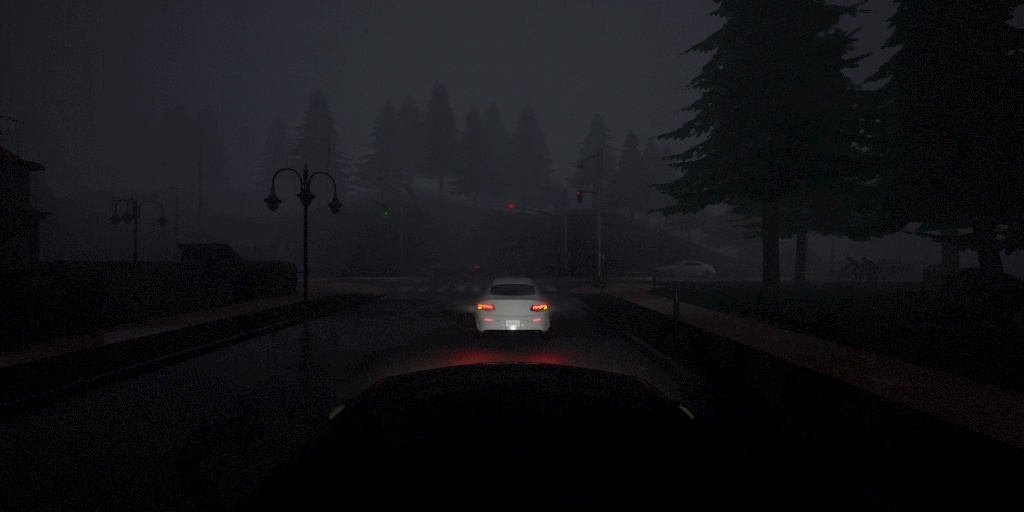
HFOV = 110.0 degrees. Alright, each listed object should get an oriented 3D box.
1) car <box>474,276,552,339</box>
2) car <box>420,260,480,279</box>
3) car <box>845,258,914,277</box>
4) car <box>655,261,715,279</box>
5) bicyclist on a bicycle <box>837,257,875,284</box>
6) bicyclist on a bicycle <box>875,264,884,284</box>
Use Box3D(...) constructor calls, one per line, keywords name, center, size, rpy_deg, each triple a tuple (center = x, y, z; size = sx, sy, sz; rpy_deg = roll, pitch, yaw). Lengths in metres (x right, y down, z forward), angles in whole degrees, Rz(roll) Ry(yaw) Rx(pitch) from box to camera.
Box3D(name="car", center=(0.021, 1.276, 9.964), size=(1.812, 1.442, 4.674), rpy_deg=(0, 0, 0))
Box3D(name="car", center=(-5.127, 1.093, 29.757), size=(4.902, 1.511, 2.128), rpy_deg=(0, 1, 0))
Box3D(name="car", center=(30.674, 0.918, 29.920), size=(4.674, 1.442, 1.812), rpy_deg=(0, 0, 0))
Box3D(name="car", center=(14.388, 1.113, 29.898), size=(4.674, 1.442, 1.812), rpy_deg=(0, 0, 0))
Box3D(name="bicyclist on a bicycle", center=(21.130, 0.891, 22.247), size=(0.582, 1.620, 1.656), rpy_deg=(0, 0, -16))
Box3D(name="bicyclist on a bicycle", center=(21.777, 0.892, 21.987), size=(0.582, 1.620, 1.656), rpy_deg=(0, 0, -14))
